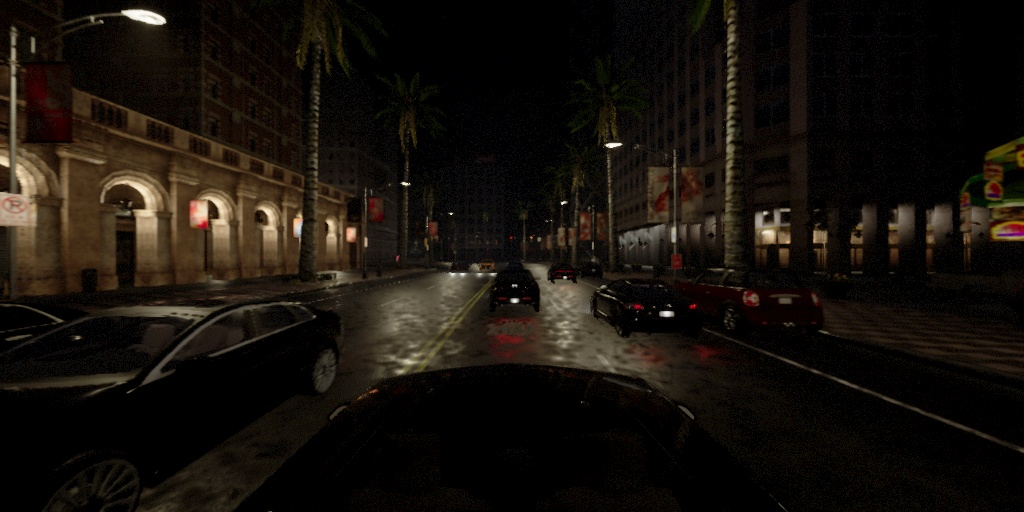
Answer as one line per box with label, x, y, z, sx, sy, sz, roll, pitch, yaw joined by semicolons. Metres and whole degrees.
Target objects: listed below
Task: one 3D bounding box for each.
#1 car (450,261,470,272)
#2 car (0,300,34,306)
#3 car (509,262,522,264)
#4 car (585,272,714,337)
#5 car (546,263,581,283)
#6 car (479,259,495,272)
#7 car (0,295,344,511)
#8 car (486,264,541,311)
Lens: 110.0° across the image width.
car;-6.643;1.326;46.180;1.994;1.385;4.181;0;0;1
car;-7.097;1.255;3.614;1.837;1.490;4.892;0;0;0
car;0.308;1.283;32.326;1.812;1.442;4.674;0;0;1
car;3.602;1.316;10.338;1.994;1.385;4.181;0;0;0
car;3.757;1.261;27.603;1.837;1.490;4.892;0;0;1
car;-3.143;1.158;46.143;1.882;1.535;5.008;0;0;1
car;-3.597;1.242;3.774;2.128;1.511;4.902;0;0;0
car;0.110;1.258;14.540;1.837;1.490;4.892;0;0;0
